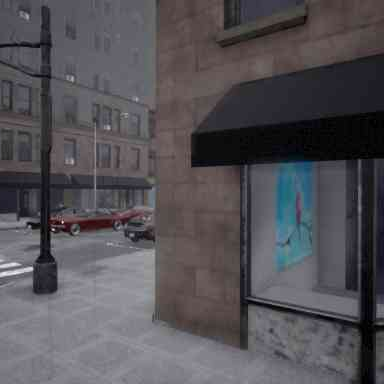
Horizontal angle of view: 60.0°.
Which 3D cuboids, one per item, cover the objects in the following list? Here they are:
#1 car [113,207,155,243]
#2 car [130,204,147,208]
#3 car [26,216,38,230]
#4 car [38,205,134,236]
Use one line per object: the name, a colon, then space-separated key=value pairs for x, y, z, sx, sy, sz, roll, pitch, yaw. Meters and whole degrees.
car: x=-1.253 y=1.573 z=15.686 sx=2.008 sy=1.369 sz=4.403 roll=0 pitch=0 yaw=35
car: x=-4.503 y=1.583 z=24.966 sx=1.802 sy=1.307 sz=4.206 roll=0 pitch=0 yaw=35
car: x=-7.795 y=1.563 z=20.335 sx=1.947 sy=1.339 sz=4.313 roll=0 pitch=0 yaw=35
car: x=-5.797 y=1.606 z=18.767 sx=1.895 sy=1.301 sz=4.718 roll=0 pitch=0 yaw=35
